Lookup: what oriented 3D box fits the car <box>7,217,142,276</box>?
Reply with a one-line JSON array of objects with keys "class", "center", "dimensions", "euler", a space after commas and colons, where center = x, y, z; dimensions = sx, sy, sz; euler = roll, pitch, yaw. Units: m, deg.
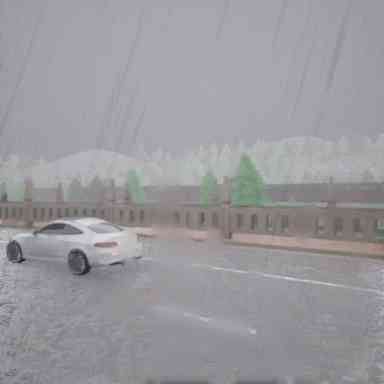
[{"class": "car", "center": [-3.650, 1.503, 10.174], "dimensions": [4.674, 1.442, 1.812], "euler": [0, 0, 31]}]
